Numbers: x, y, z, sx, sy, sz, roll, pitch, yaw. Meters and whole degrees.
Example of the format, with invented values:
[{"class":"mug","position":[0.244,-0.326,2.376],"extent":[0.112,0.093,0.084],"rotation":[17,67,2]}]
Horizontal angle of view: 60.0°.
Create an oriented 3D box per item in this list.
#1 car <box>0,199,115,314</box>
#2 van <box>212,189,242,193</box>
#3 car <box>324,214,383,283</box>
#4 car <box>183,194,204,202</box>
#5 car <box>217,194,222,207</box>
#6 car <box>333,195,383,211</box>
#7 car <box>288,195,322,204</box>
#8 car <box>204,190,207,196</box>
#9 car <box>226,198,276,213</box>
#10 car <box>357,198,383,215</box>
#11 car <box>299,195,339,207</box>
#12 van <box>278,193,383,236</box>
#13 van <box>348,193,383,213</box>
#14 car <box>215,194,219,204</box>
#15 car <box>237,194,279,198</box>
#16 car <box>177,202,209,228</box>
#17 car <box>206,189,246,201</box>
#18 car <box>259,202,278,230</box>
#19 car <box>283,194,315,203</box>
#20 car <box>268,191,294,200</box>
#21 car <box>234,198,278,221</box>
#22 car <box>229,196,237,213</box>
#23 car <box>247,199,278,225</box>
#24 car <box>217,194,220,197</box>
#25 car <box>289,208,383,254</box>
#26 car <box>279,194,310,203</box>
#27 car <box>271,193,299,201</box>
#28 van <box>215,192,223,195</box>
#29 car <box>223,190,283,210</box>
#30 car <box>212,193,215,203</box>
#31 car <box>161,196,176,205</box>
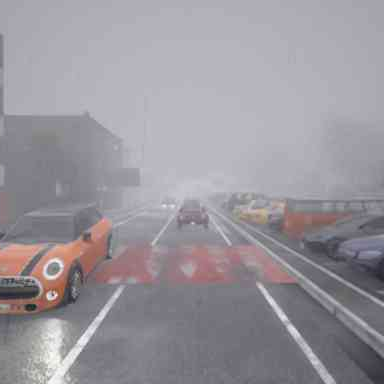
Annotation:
[{"class":"car","position":[-3.360,1.222,8.031],"extent":[2.097,1.767,4.553],"rotation":[0,6,0]},{"class":"van","position":[5.890,0.964,53.783],"extent":[4.442,1.987,1.878],"rotation":[0,1,-1]},{"class":"car","position":[6.201,1.445,8.556],"extent":[4.674,1.452,2.002],"rotation":[0,0,-1]},{"class":"car","position":[-0.065,1.348,39.447],"extent":[2.128,1.511,4.902],"rotation":[0,0,0]},{"class":"car","position":[5.901,1.344,39.638],"extent":[5.008,1.535,2.097],"rotation":[0,0,-1]},{"class":"car","position":[18.470,1.221,37.111],"extent":[4.553,1.767,2.185],"rotation":[0,0,-1]},{"class":"car","position":[18.318,1.214,54.074],"extent":[4.792,1.488,2.163],"rotation":[0,1,-1]},{"class":"car","position":[5.617,0.831,73.563],"extent":[4.792,1.488,2.163],"rotation":[0,1,-1]},{"class":"car","position":[5.962,1.395,33.986],"extent":[4.674,1.452,2.002],"rotation":[0,0,-1]},{"class":"car","position":[18.560,1.360,31.341],"extent":[4.892,1.521,2.231],"rotation":[0,0,-1]},{"class":"car","position":[18.394,1.292,48.416],"extent":[5.008,1.535,2.097],"rotation":[0,1,-1]},{"class":"van","position":[6.262,1.168,14.208],"extent":[4.442,1.987,1.878],"rotation":[0,0,-1]},{"class":"van","position":[18.646,1.127,34.166],"extent":[4.442,1.987,1.878],"rotation":[0,0,-1]},{"class":"car","position":[5.856,1.368,45.298],"extent":[4.674,1.452,2.002],"rotation":[0,0,-1]},{"class":"car","position":[6.070,1.246,25.510],"extent":[4.553,1.767,2.185],"rotation":[0,0,-1]},{"class":"car","position":[0.050,1.530,21.623],"extent":[1.895,1.301,4.718],"rotation":[0,0,0]},{"class":"car","position":[5.719,0.883,56.605],"extent":[5.566,2.045,2.435],"rotation":[0,1,-1]},{"class":"car","position":[6.116,1.429,17.033],"extent":[4.674,1.452,2.002],"rotation":[0,0,-1]},{"class":"car","position":[18.292,1.158,56.897],"extent":[4.792,1.488,2.163],"rotation":[0,1,-1]},{"class":"car","position":[18.188,0.784,68.062],"extent":[4.553,1.767,2.185],"rotation":[0,1,-1]},{"class":"car","position":[5.880,1.374,22.682],"extent":[5.366,1.575,1.946],"rotation":[0,0,-1]},{"class":"car","position":[6.198,1.363,28.337],"extent":[5.366,1.575,1.946],"rotation":[0,0,-1]},{"class":"car","position":[6.278,1.380,19.860],"extent":[5.366,1.575,1.946],"rotation":[0,0,-1]},{"class":"car","position":[5.877,1.378,42.463],"extent":[4.674,1.452,2.002],"rotation":[0,0,-1]},{"class":"car","position":[6.142,1.429,11.382],"extent":[4.792,1.488,2.163],"rotation":[0,0,-1]},{"class":"car","position":[18.304,1.077,59.595],"extent":[4.892,1.521,2.231],"rotation":[0,1,-1]},{"class":"car","position":[18.240,0.962,65.366],"extent":[5.008,1.535,2.097],"rotation":[0,1,-1]},{"class":"van","position":[5.942,1.068,48.253],"extent":[4.442,1.987,1.878],"rotation":[0,1,-1]},{"class":"car","position":[6.014,1.109,31.161],"extent":[5.566,2.045,2.435],"rotation":[0,0,-1]},{"class":"car","position":[5.803,1.285,50.962],"extent":[4.674,1.452,2.002],"rotation":[0,1,-1]},{"class":"car","position":[-3.604,1.303,51.883],"extent":[1.994,1.385,4.181],"rotation":[0,1,0]}]
